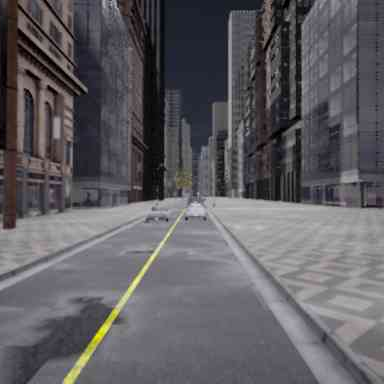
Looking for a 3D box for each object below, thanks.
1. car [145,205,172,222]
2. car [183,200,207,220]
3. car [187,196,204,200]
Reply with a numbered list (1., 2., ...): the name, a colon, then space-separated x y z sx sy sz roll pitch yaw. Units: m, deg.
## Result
1. car: -2.733 1.816 28.100 1.895 1.301 4.718 0 0 1
2. car: 0.349 1.748 30.359 1.812 1.442 4.674 0 -1 1
3. car: 0.505 1.552 45.684 2.150 2.045 5.566 0 0 1
